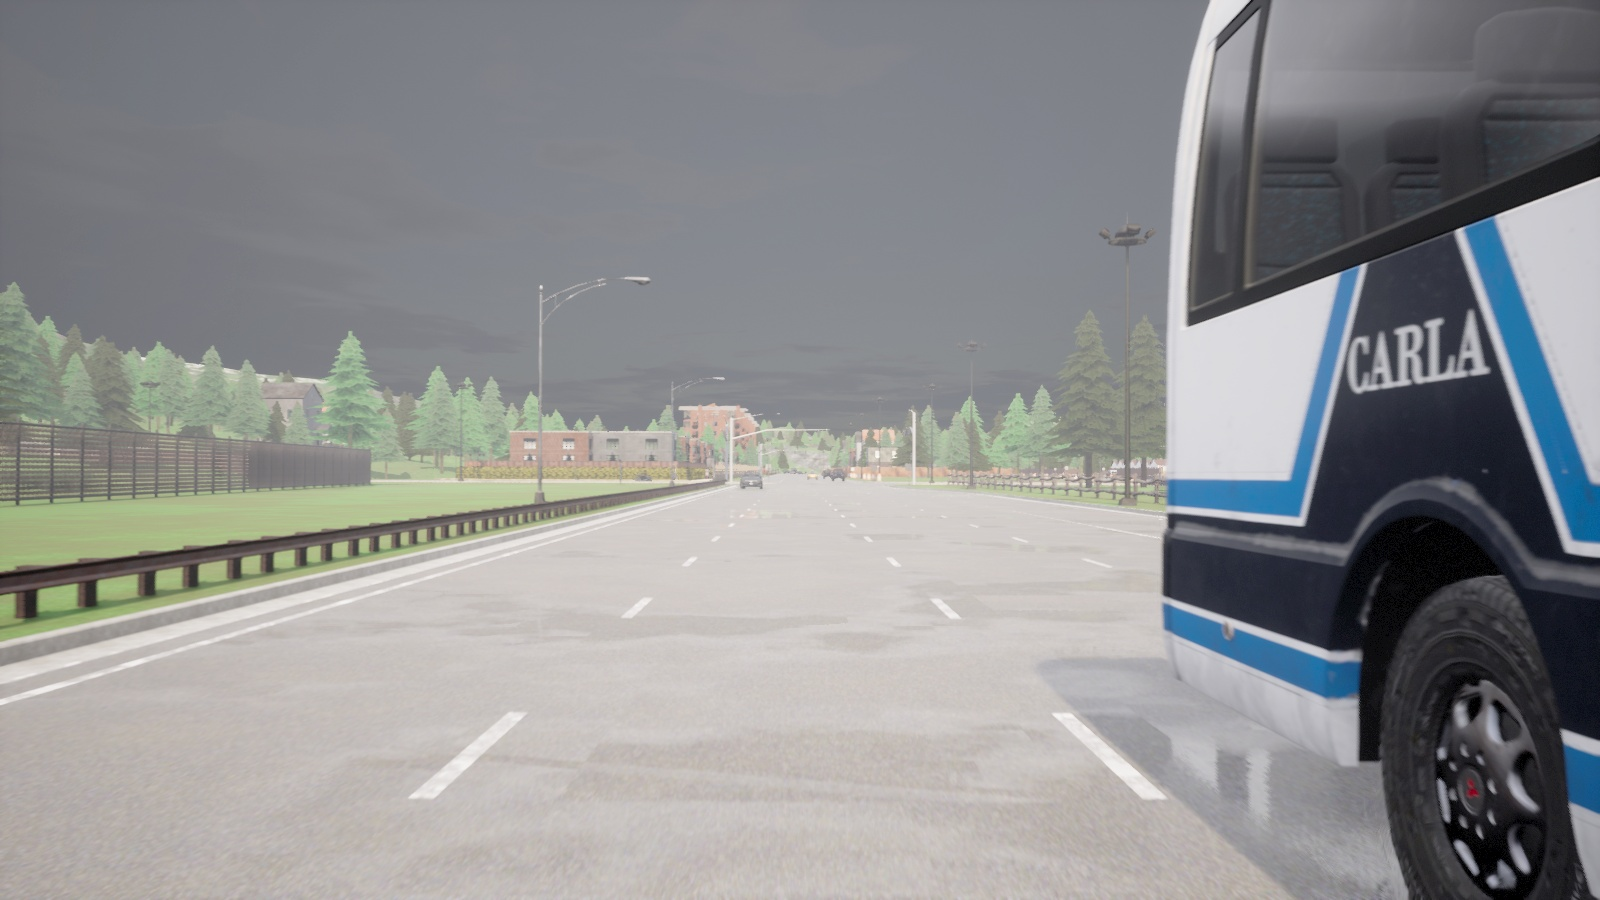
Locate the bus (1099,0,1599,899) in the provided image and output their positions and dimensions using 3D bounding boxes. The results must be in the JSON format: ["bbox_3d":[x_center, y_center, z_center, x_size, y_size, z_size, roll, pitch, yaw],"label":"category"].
[{"bbox_3d":[3.482,-0.559,1.031,3.944,4.253,10.273,0,-1,0],"label":"bus"}]
